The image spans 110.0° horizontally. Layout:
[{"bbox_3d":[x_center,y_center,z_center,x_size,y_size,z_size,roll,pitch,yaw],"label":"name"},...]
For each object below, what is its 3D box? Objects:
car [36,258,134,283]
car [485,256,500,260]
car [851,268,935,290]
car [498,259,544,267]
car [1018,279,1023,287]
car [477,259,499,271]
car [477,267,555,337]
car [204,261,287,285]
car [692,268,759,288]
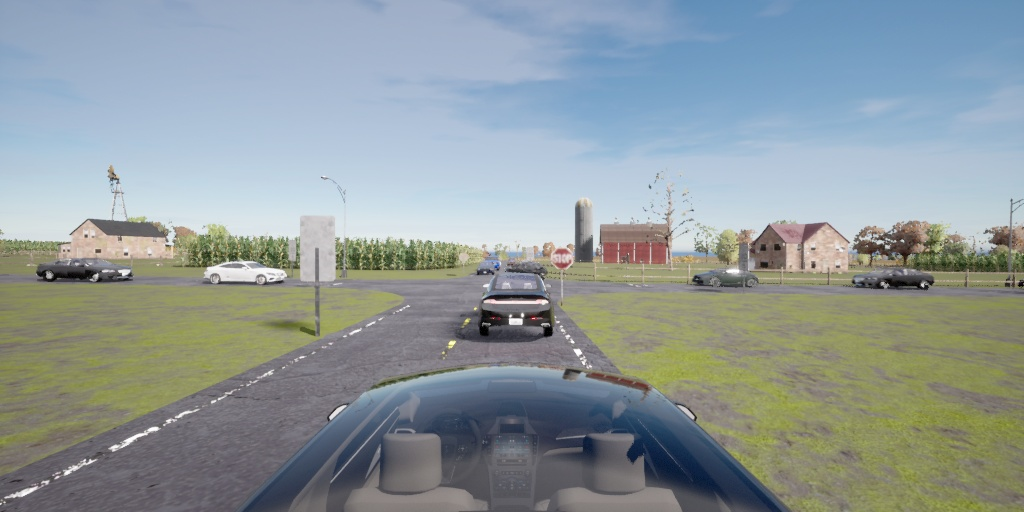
[{"bbox_3d":[-27.378,0.880,23.097,4.902,1.511,2.128,1,1,0],"label":"car"},{"bbox_3d":[-2.834,1.002,50.226,2.150,2.045,5.566,0,0,0],"label":"car"},{"bbox_3d":[27.762,1.636,26.228,4.902,1.511,2.128,1,1,0],"label":"car"},{"bbox_3d":[1.087,1.265,31.200,1.837,1.490,4.892,-3,2,-33],"label":"car"},{"bbox_3d":[40.806,1.866,26.245,5.357,1.411,2.033,1,1,0],"label":"car"},{"bbox_3d":[-2.818,1.316,39.631,2.033,1.411,5.357,0,0,-1],"label":"car"},{"bbox_3d":[0.143,1.241,10.343,2.128,1.511,4.902,0,0,1],"label":"car"},{"bbox_3d":[-17.134,1.067,23.128,4.674,1.442,1.812,1,1,0],"label":"car"},{"bbox_3d":[15.521,1.542,26.187,4.181,1.385,1.994,1,1,0],"label":"car"}]
